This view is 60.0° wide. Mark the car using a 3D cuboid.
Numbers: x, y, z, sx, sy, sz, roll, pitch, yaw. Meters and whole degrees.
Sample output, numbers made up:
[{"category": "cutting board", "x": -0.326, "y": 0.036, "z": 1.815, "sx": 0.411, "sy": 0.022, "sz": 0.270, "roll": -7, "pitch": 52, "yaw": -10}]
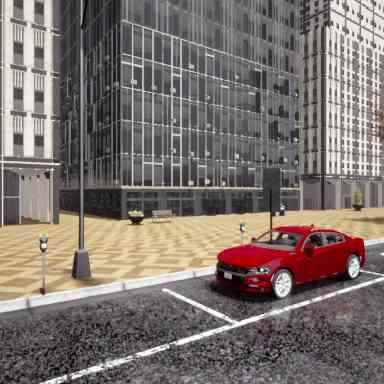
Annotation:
[{"category": "car", "x": 2.596, "y": 1.546, "z": 8.413, "sx": 4.507, "sy": 1.381, "sz": 1.887, "roll": 0, "pitch": 0, "yaw": -36}]
